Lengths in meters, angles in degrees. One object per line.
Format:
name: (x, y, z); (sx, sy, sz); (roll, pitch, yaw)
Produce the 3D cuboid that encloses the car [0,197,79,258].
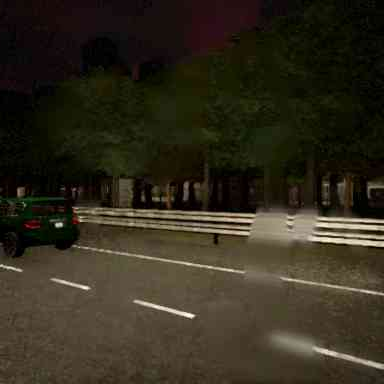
car: (-6.751, 1.226, 12.989); (5.566, 2.045, 2.150); (0, 0, 36)
